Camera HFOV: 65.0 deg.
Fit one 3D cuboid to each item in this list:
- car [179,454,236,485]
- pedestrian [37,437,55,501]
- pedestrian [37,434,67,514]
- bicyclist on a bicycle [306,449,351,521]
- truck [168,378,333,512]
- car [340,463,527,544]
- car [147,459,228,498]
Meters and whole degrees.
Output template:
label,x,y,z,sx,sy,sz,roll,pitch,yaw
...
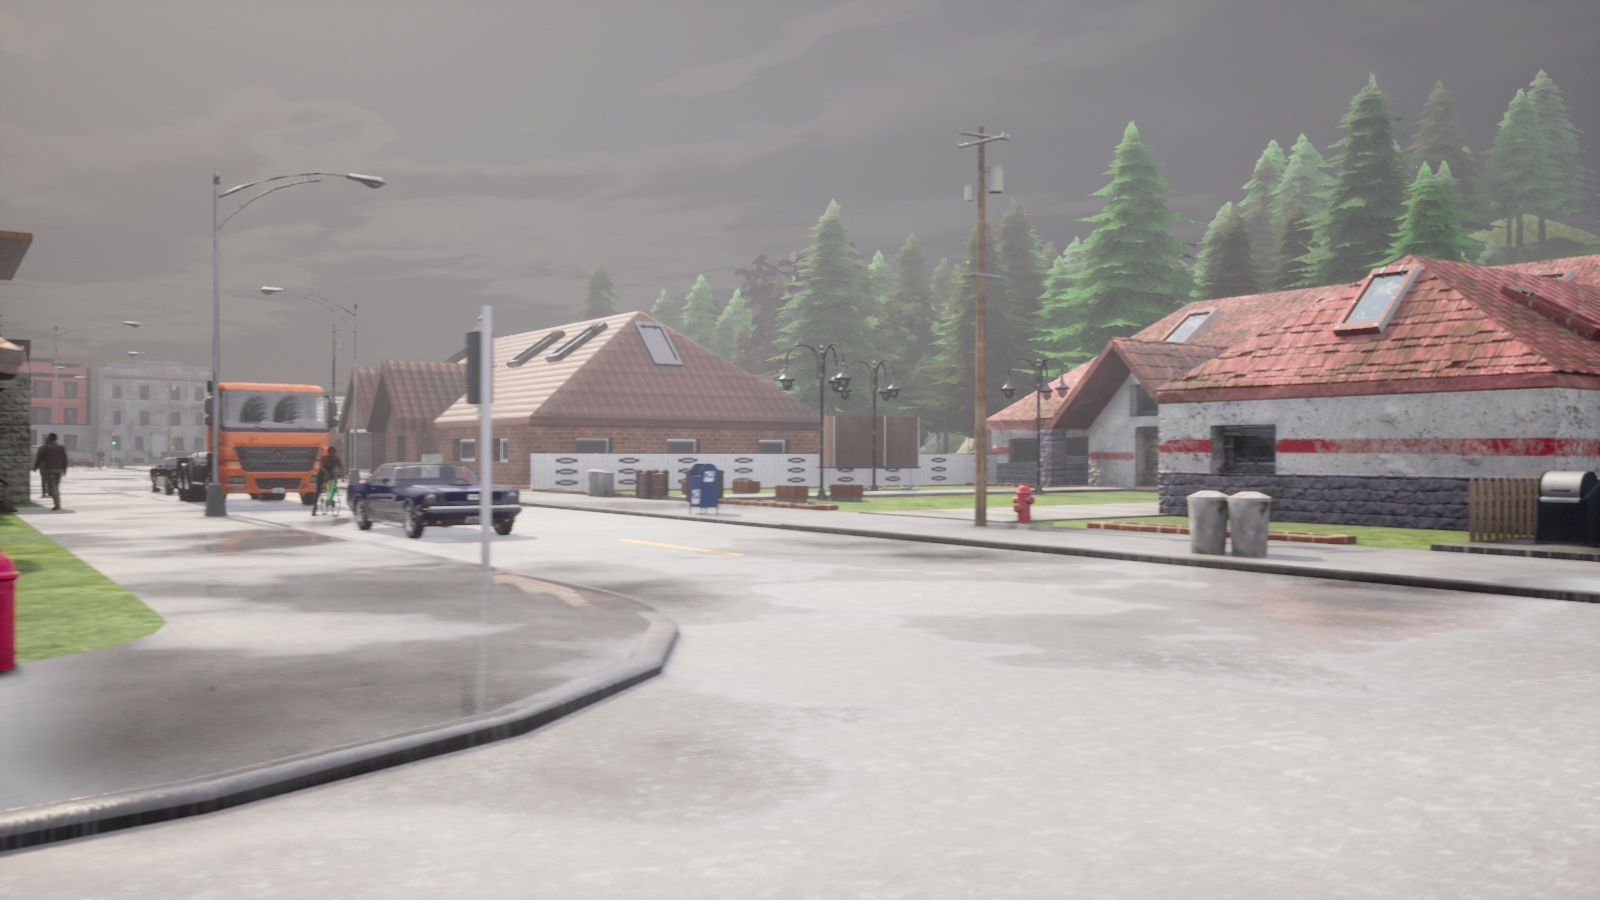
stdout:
label,x,y,z,sx,sy,sz,roll,pitch,yaw
car,-29.816,0.953,63.089,1.837,1.490,4.892,0,0,-34
pedestrian,-22.951,0.587,38.231,0.402,1.930,0.666,0,0,-36
pedestrian,-17.491,0.556,29.361,0.703,1.840,0.431,0,0,44
bicyclist on a bicycle,-10.921,0.786,29.071,0.582,1.620,1.656,0,0,-35
truck,-16.136,-0.120,36.541,2.891,3.462,7.936,0,0,-35
car,-6.912,0.912,23.325,1.895,1.301,4.718,0,0,-35
car,-21.916,0.991,44.816,1.895,1.301,4.718,0,0,-35
